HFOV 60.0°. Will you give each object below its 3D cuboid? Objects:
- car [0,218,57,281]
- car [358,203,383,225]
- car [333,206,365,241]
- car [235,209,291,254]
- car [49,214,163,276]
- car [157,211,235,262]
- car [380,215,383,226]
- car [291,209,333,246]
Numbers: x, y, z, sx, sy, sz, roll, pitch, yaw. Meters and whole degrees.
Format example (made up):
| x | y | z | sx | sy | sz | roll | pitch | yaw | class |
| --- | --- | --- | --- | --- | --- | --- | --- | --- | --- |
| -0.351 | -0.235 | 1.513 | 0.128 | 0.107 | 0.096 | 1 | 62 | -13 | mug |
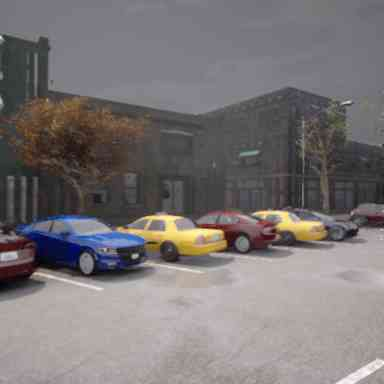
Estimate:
| x | y | z | sx | sy | sz | roll | pitch | yaw | class |
| --- | --- | --- | --- | --- | --- | --- | --- | --- | --- |
| -6.035 | 1.518 | 8.825 | 4.792 | 1.488 | 2.163 | -1 | -1 | 35 | car |
| 13.256 | 1.533 | 22.555 | 4.553 | 1.767 | 2.185 | -1 | -1 | 35 | car |
| 6.074 | 1.624 | 17.379 | 4.792 | 1.488 | 2.163 | -1 | -1 | 35 | car |
| 1.228 | 1.552 | 13.961 | 5.008 | 1.535 | 2.097 | -1 | -1 | 34 | car |
| -3.602 | 1.509 | 10.522 | 5.008 | 1.535 | 2.097 | -1 | -1 | 35 | car |
| -1.343 | 1.529 | 12.342 | 5.366 | 1.575 | 1.946 | -1 | -1 | 35 | car |
| 9.187 | 1.631 | 12.382 | 4.674 | 1.442 | 1.812 | 1 | 0 | -35 | car |
| 3.480 | 1.572 | 15.771 | 5.366 | 1.575 | 1.946 | -1 | -1 | 35 | car |
